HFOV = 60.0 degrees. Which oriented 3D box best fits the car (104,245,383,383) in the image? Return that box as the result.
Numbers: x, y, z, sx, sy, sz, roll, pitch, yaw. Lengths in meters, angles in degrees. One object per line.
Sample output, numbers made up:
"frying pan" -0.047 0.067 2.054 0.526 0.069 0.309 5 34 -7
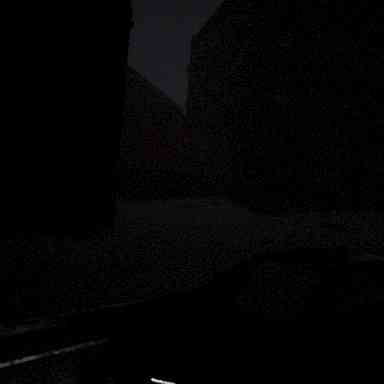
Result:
"car" 1.431 1.518 4.296 5.008 1.535 1.882 1 -1 -30
